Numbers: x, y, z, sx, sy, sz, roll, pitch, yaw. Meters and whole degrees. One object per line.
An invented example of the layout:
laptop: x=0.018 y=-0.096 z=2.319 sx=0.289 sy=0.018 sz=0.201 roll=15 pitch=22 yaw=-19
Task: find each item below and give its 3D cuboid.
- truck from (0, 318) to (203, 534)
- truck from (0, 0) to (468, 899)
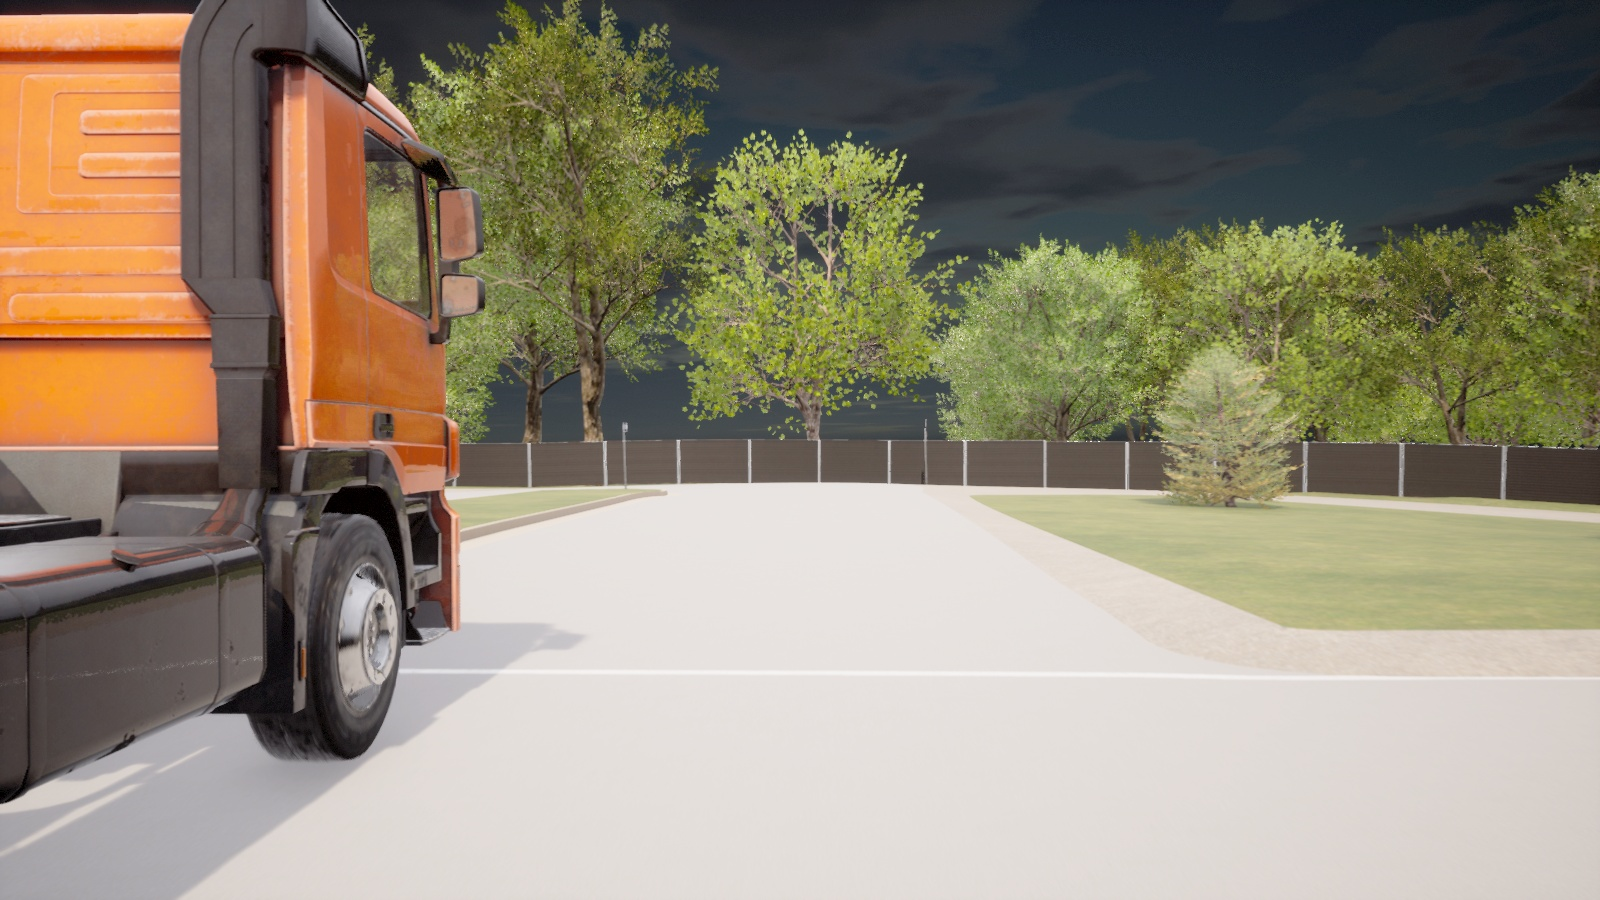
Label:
truck: x=-14.214 y=-0.341 z=22.685 sx=2.891 sy=3.462 sz=7.936 roll=-1 pitch=-1 yaw=1
truck: x=-3.489 y=-0.261 z=3.586 sx=2.891 sy=3.462 sz=7.936 roll=0 pitch=0 yaw=1
